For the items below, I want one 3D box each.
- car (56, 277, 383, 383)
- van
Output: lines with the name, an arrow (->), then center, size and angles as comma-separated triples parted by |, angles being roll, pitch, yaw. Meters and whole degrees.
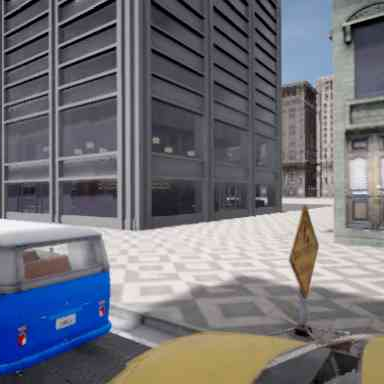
car -> 1.407, 1.525, 1.964 | 4.829, 1.417, 1.752 | 0, 0, 36
van -> -3.042, 1.344, 5.140 | 3.998, 1.788, 1.690 | 0, 0, 36
